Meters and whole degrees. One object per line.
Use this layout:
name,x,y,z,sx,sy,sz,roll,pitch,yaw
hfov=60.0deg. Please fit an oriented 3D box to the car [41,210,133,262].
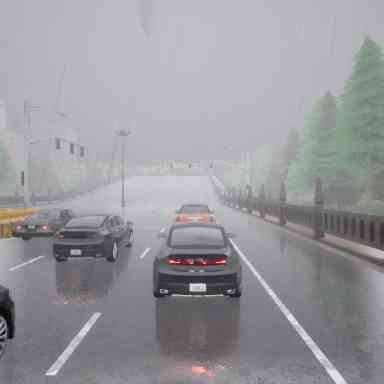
car,-3.376,1.505,12.092,1.837,1.490,4.892,0,0,0

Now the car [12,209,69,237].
car,-6.868,1.547,16.751,2.033,1.411,5.357,0,0,0

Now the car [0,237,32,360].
car,-3.395,1.492,2.738,2.128,1.511,4.902,0,0,0

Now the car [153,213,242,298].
car,0.116,1.505,8.522,1.837,1.490,4.892,0,0,0

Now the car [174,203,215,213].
car,0.133,1.352,17.536,2.097,1.767,4.553,0,0,0
